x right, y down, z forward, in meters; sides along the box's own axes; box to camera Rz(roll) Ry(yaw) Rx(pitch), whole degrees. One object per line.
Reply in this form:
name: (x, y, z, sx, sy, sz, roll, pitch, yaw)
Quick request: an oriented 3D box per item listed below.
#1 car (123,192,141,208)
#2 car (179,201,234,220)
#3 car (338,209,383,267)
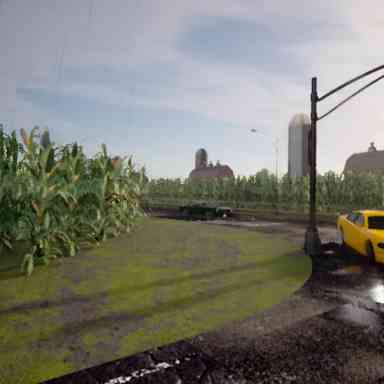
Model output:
car: (-7.882, 0.907, 37.433, 2.150, 2.045, 5.566, 2, 0, -38)
car: (1.039, 1.402, 25.905, 1.895, 1.301, 4.718, 2, 0, -38)
car: (6.511, 1.409, 11.426, 1.882, 1.535, 5.008, 2, 3, 10)
